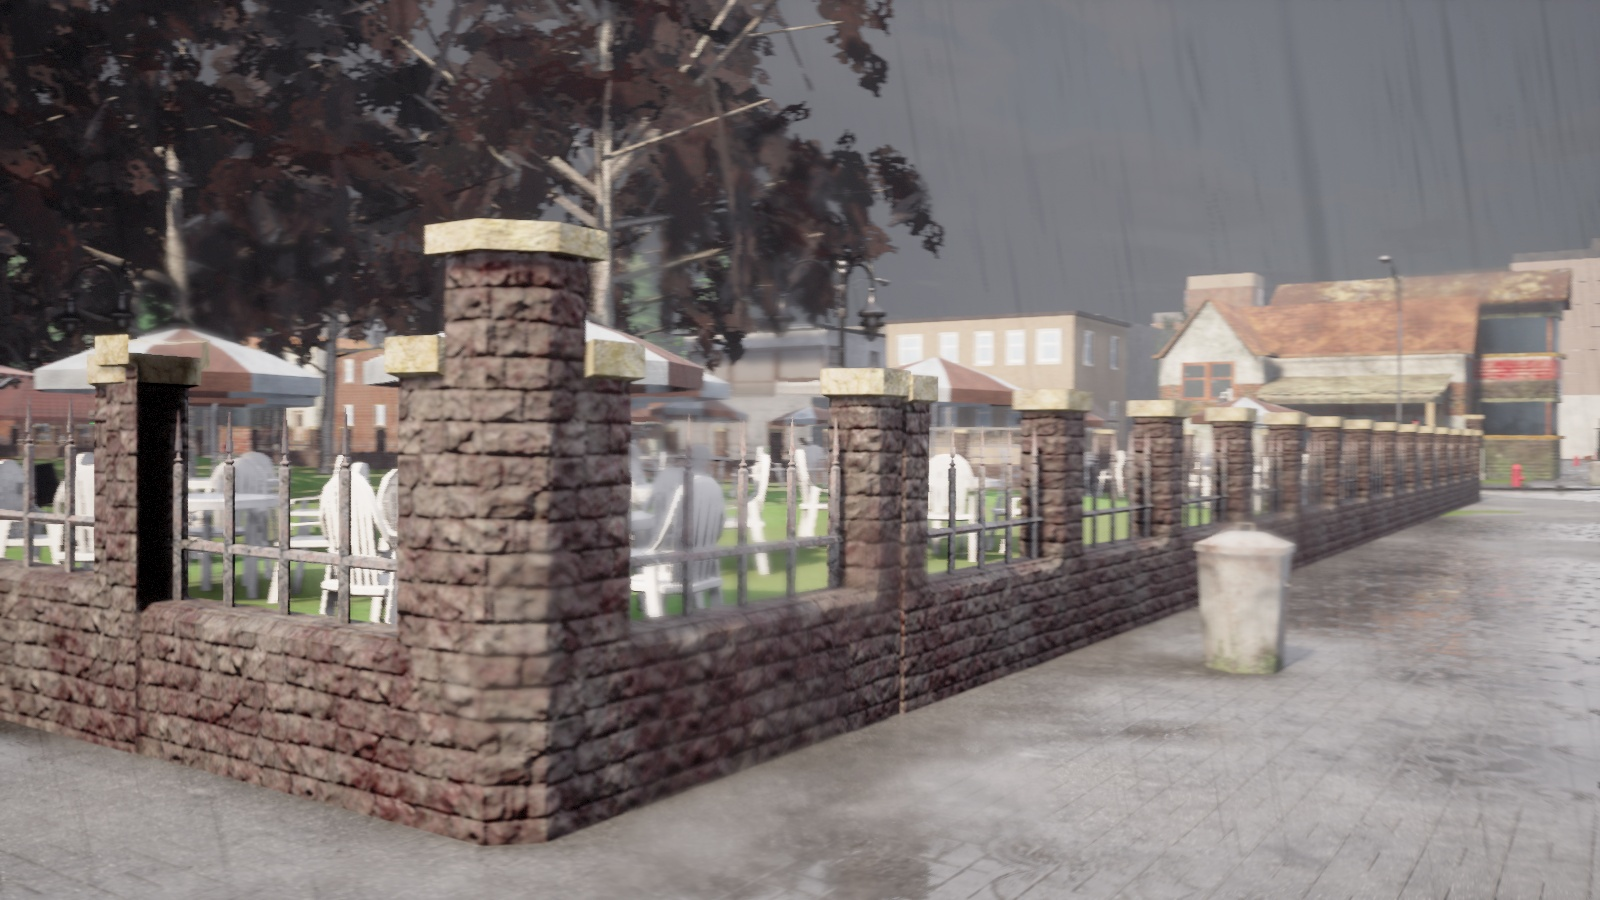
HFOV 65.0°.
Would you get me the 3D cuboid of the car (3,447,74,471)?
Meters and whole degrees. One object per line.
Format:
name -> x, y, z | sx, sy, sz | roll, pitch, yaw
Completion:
car -> -51.514, 0.632, 84.868 | 5.366, 1.575, 1.801 | 0, 1, 31
